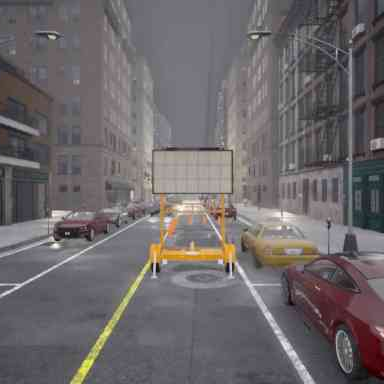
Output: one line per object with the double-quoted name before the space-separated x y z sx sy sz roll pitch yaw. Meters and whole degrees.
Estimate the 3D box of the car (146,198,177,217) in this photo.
"car" -2.786 1.544 31.264 2.033 1.411 5.357 0 0 0

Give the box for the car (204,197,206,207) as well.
"car" 2.718 1.540 39.277 1.887 1.381 4.507 0 0 0

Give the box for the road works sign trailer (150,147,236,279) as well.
"road works sign trailer" 0.021 0.464 10.058 2.380 3.560 2.880 0 0 0

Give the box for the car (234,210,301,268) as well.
"car" 2.660 1.525 11.036 1.752 1.417 4.829 0 0 0

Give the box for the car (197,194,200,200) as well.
"car" 2.860 1.301 77.698 2.192 1.841 5.009 0 0 0

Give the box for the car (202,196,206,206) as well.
"car" 2.729 1.545 44.960 2.008 1.369 4.403 0 0 0

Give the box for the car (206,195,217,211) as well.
"car" 2.706 1.436 33.595 1.967 1.590 4.097 0 0 0

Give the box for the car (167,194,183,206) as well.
"car" -2.638 1.343 55.098 2.097 1.767 4.553 0 0 0

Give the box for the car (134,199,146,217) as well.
"car" -5.331 1.542 27.929 1.887 1.381 4.507 0 0 0

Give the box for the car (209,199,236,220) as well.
"car" 2.694 1.542 27.913 1.887 1.381 4.507 0 0 0

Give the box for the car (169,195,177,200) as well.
"car" -5.221 1.532 94.224 2.008 1.369 4.403 0 0 0

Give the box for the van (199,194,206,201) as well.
"van" 2.874 1.324 88.705 1.690 1.788 3.998 0 0 0

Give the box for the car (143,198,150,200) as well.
"car" -5.319 1.562 33.611 1.947 1.339 4.313 0 0 0

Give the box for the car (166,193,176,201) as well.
"car" -5.248 1.299 83.217 2.192 1.841 5.009 0 0 0

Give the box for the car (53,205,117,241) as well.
"car" -5.354 1.543 16.564 1.887 1.381 4.507 0 0 0

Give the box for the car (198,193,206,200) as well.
"car" 2.880 1.296 94.209 2.192 1.841 5.009 0 0 0

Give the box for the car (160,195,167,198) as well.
"car" -5.284 1.433 50.658 1.967 1.590 4.097 0 0 0

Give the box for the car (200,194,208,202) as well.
"car" 2.741 1.308 50.642 2.192 1.841 5.009 0 0 0

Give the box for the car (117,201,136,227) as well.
"car" -5.342 1.549 22.246 2.008 1.369 4.403 0 0 0

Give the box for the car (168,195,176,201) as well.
"car" -5.235 1.548 88.721 1.947 1.339 4.313 0 0 0

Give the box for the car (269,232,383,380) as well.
"car" 2.648 1.582 5.183 1.802 1.307 4.206 0 0 0
